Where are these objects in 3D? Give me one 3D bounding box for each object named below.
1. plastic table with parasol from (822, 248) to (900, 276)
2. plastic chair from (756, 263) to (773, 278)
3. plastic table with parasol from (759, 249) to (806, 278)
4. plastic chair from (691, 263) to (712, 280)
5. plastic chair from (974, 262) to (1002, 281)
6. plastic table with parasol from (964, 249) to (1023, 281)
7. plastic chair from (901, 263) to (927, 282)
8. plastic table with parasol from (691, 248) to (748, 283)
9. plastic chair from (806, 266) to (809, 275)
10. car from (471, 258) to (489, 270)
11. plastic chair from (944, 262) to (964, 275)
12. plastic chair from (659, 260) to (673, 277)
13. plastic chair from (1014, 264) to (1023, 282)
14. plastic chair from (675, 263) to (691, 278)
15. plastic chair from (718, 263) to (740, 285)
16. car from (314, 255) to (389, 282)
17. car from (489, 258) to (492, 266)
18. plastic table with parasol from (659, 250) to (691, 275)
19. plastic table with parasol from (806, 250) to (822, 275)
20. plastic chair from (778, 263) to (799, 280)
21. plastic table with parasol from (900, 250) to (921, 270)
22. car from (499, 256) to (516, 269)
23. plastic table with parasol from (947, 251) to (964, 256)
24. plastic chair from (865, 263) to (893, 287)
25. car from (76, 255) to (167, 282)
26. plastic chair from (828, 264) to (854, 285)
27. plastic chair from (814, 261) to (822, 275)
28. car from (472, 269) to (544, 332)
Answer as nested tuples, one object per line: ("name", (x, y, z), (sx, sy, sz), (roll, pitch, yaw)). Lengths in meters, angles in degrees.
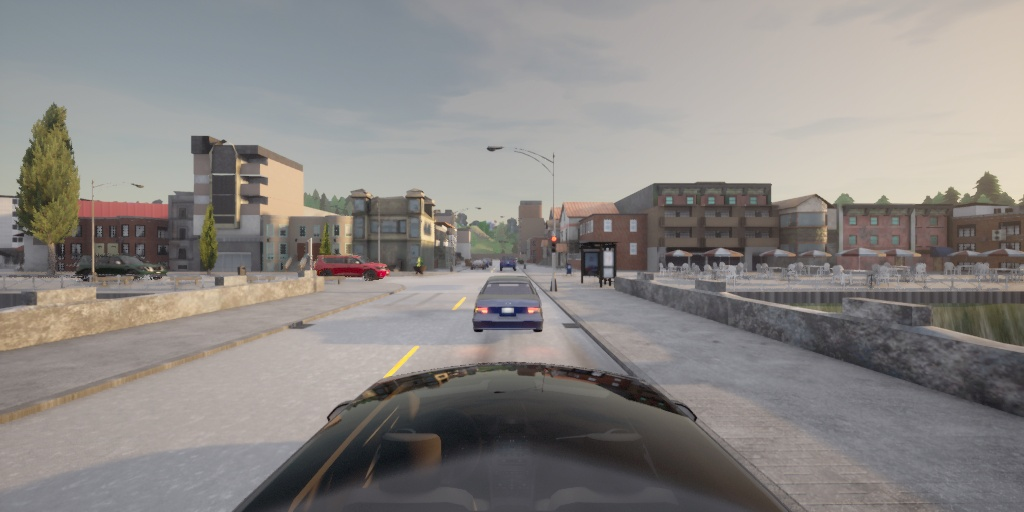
("plastic table with parasol", (23.443, 0.675, 24.192), (2.482, 2.480, 2.482), (0, 0, -1))
("plastic chair", (21.253, 1.279, 30.411), (0.730, 1.272, 0.750), (0, 0, -1))
("plastic table with parasol", (22.454, 0.675, 30.378), (2.482, 2.480, 2.482), (0, 0, -1))
("plastic chair", (13.522, 1.279, 25.599), (0.730, 1.272, 0.750), (0, 0, -1))
("plastic chair", (36.262, 1.279, 27.325), (0.730, 1.272, 0.750), (0, 0, -1))
("plastic table with parasol", (37.391, 0.675, 27.254), (2.482, 2.480, 2.482), (0, 0, -1))
("plastic chair", (30.106, 1.279, 26.838), (0.750, 1.272, 0.730), (0, 0, -1))
("plastic table with parasol", (14.794, 0.675, 25.477), (2.482, 2.480, 2.482), (0, 0, -1))
("plastic chair", (28.285, 1.279, 35.213), (0.730, 1.272, 0.750), (0, 0, -1))
("car", (-4.866, 1.276, 52.399), (1.812, 1.442, 4.674), (0, 0, 1))
("plastic chair", (44.967, 1.279, 36.554), (0.730, 1.272, 0.750), (0, 0, -1))
("plastic chair", (14.209, 1.279, 33.409), (0.730, 1.272, 0.750), (0, 0, -1))
("plastic chair", (37.420, 1.279, 25.944), (0.750, 1.272, 0.730), (0, 0, -1))
("plastic chair", (15.329, 1.279, 32.025), (0.750, 1.272, 0.730), (0, 0, -1))
("plastic chair", (14.642, 1.279, 24.215), (0.750, 1.272, 0.730), (0, 0, -1))
("car", (-12.789, 0.971, 28.676), (5.566, 2.045, 2.150), (0, 0, -3))
("car", (-4.979, 1.227, 61.637), (1.882, 1.535, 5.008), (0, 0, -1))
("plastic table with parasol", (15.431, 0.675, 33.307), (2.482, 2.480, 2.482), (0, 0, -1))
("plastic table with parasol", (29.714, 0.675, 35.204), (2.482, 2.480, 2.482), (0, 0, -1))
("plastic chair", (22.373, 1.279, 29.027), (0.750, 1.272, 0.730), (0, 0, -1))
("plastic table with parasol", (30.097, 0.675, 28.118), (2.482, 2.480, 2.482), (0, 0, -1))
("car", (-0.613, 0.971, 50.927), (2.150, 2.045, 5.566), (0, 0, -1))
("plastic table with parasol", (46.169, 0.675, 36.452), (2.482, 2.480, 2.482), (0, 0, -1))
("plastic chair", (23.363, 1.279, 22.841), (0.750, 1.272, 0.730), (0, 0, -1))
("car", (-30.726, 0.967, 28.302), (5.566, 2.045, 2.150), (1, 0, -1))
("plastic chair", (22.243, 1.279, 24.224), (0.730, 1.272, 0.750), (0, 0, -1))
("plastic chair", (29.405, 1.279, 33.829), (0.750, 1.272, 0.730), (0, 0, -1))
("car", (-0.104, 1.297, 10.772), (2.033, 1.411, 5.357), (0, 0, 0))
